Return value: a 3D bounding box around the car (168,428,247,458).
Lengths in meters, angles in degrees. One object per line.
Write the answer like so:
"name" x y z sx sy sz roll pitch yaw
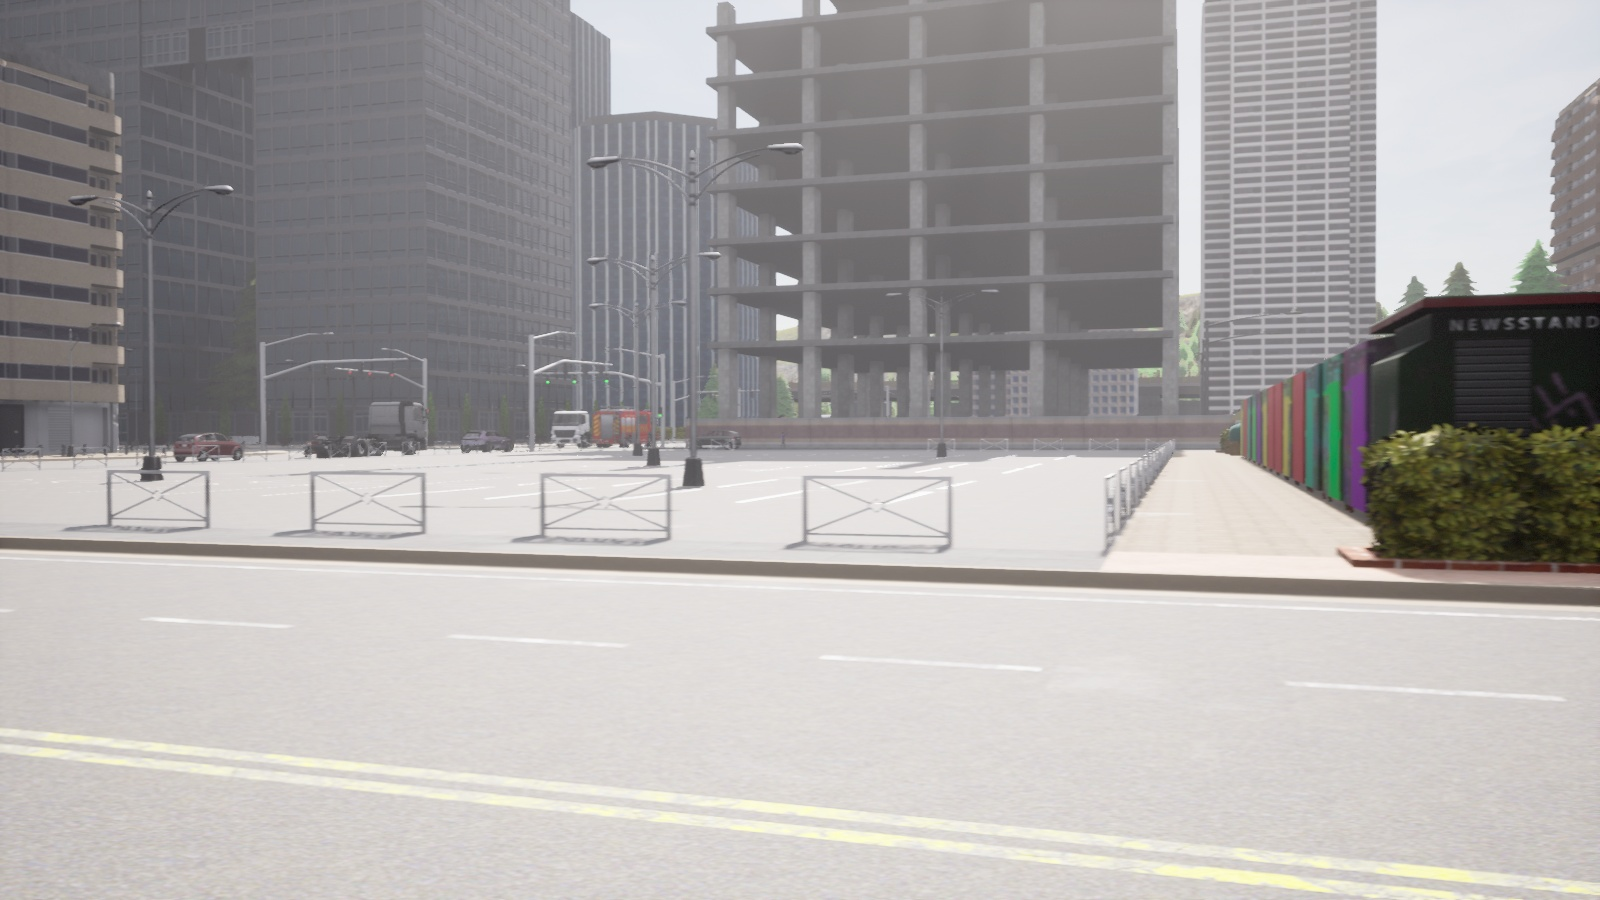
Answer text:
"car" -31.626 -0.390 67.162 1.789 1.549 3.705 0 1 17

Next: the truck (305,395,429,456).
"truck" -25.634 -1.450 74.805 2.891 3.462 7.936 0 1 17

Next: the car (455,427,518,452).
"car" -21.787 -0.754 87.466 2.033 1.649 4.856 0 1 17

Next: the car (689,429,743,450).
"car" -6.418 -0.812 95.982 3.705 1.549 1.789 1 1 17
